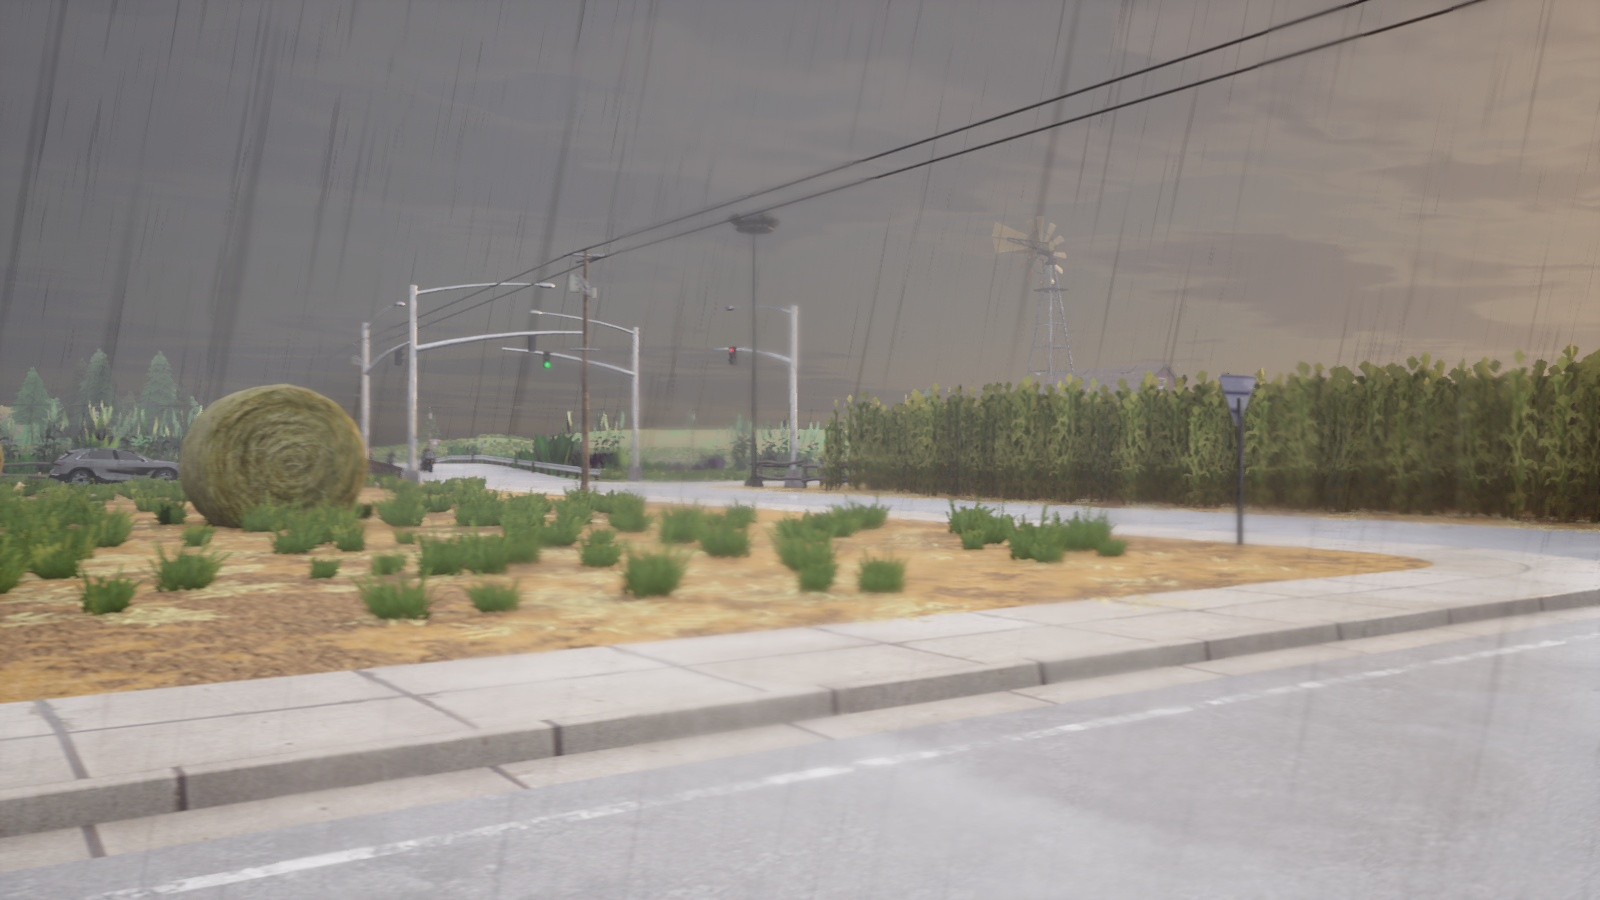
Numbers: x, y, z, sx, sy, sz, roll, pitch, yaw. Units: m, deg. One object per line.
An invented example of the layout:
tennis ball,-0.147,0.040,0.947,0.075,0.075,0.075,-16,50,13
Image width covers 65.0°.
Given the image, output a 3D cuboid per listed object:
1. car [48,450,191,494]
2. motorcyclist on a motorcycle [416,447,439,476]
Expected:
car,-26.819,0.845,49.528,4.856,1.649,2.033,0,0,-31
motorcyclist on a motorcycle,-21.766,0.661,73.338,0.866,1.530,2.191,0,3,-28
